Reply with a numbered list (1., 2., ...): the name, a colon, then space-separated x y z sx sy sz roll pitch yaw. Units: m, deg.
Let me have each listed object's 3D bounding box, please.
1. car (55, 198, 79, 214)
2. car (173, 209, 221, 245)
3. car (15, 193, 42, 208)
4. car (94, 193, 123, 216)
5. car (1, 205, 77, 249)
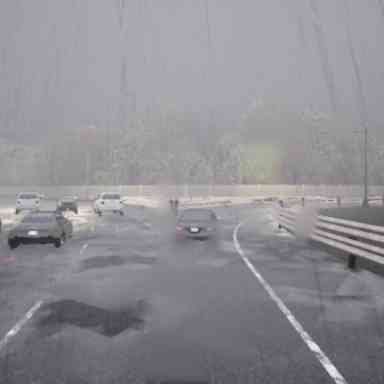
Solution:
1. car: -12.254 1.366 32.673 1.837 1.490 4.892 0 0 -22
2. car: 0.312 1.482 15.242 2.033 1.411 5.357 0 0 5
3. car: -16.327 1.081 33.296 2.150 2.045 5.566 0 0 -24
4. car: -7.856 1.089 31.161 2.150 2.045 5.566 0 0 -21
5. car: -6.415 1.503 14.477 1.994 1.385 4.181 0 0 -13
